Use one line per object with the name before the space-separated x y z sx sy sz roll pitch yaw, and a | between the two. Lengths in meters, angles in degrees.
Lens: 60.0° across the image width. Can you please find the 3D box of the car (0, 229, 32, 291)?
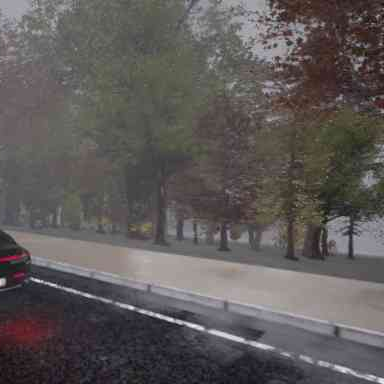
car | -5.644 1.472 7.713 4.892 1.490 1.837 0 0 36
